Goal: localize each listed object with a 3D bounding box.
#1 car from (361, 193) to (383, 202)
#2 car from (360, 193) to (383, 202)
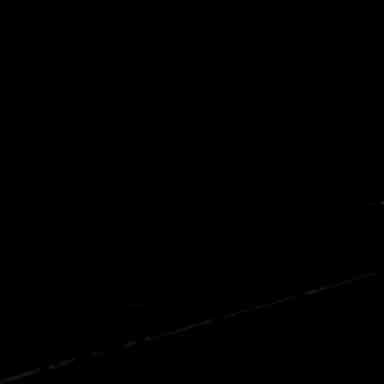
[{"bbox_3d":[37.199,1.089,68.404,1.837,1.490,4.892,-6,-2,-9],"label":"car"},{"bbox_3d":[34.334,1.189,64.194,1.895,1.301,4.718,-5,-2,-3],"label":"car"}]
